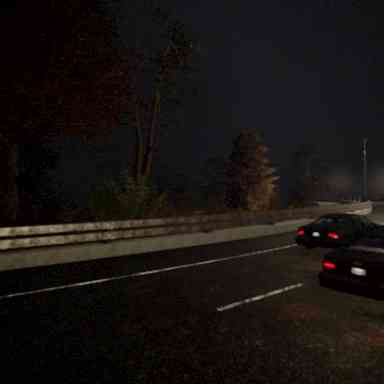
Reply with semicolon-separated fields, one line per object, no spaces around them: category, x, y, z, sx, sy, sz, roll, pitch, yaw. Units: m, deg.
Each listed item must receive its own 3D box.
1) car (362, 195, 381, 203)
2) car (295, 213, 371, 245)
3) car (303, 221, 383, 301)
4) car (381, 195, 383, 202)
car;38.830;1.525;72.764;1.837;1.490;4.892;0;0;8
car;6.354;1.594;13.806;5.357;1.411;2.033;0;0;-43
car;5.120;1.569;7.970;5.357;1.411;2.033;0;0;-40
car;42.264;1.360;72.084;2.097;1.767;4.553;0;0;8
